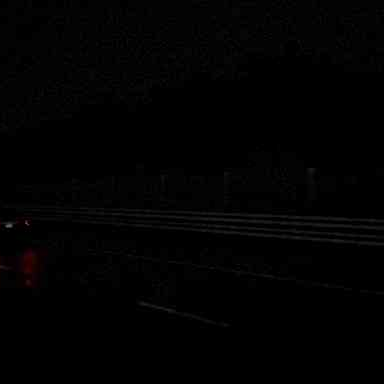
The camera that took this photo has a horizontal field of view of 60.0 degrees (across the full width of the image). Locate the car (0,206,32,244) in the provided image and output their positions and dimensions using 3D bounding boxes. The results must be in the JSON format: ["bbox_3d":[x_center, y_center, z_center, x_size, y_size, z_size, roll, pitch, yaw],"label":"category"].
[{"bbox_3d":[-9.190,1.410,14.828,4.553,1.767,2.097,0,0,36],"label":"car"}]
